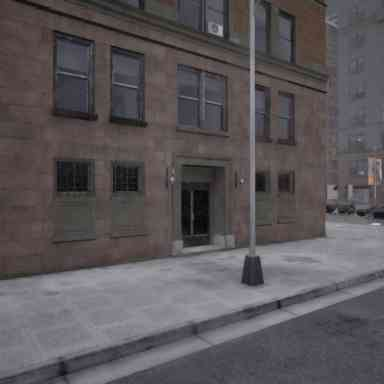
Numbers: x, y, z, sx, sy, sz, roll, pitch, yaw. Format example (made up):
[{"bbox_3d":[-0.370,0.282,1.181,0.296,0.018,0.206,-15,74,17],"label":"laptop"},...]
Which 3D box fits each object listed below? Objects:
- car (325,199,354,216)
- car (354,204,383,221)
[{"bbox_3d":[13.840,1.506,33.697,1.882,1.535,5.008,0,0,-36],"label":"car"},{"bbox_3d":[15.427,1.620,25.525,1.895,1.301,4.718,0,0,-35],"label":"car"}]
